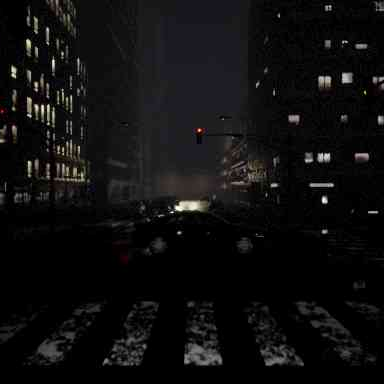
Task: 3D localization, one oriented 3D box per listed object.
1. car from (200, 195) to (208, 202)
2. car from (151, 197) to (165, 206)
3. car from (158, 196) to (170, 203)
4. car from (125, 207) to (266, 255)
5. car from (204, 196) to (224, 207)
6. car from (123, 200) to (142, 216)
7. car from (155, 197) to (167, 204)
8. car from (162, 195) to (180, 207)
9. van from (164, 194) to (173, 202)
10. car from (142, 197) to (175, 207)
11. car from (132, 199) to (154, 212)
[{"bbox_3d":[2.804,1.395,72.584,1.967,1.590,4.097,-1,0,0],"label":"car"},{"bbox_3d":[-5.605,1.510,55.635,1.887,1.381,4.507,-1,0,0],"label":"car"},{"bbox_3d":[-5.585,1.503,66.944,1.887,1.381,4.507,-1,0,0],"label":"car"},{"bbox_3d":[0.260,1.469,12.637,5.008,1.535,1.882,0,0,1],"label":"car"},{"bbox_3d":[2.744,1.525,38.657,2.008,1.369,4.403,-1,0,0],"label":"car"},{"bbox_3d":[-5.646,1.504,32.847,1.752,1.417,4.829,-1,0,0],"label":"car"},{"bbox_3d":[-5.594,1.544,61.289,1.802,1.307,4.206,-1,0,0],"label":"car"},{"bbox_3d":[-3.023,1.465,41.189,2.128,1.511,4.902,0,0,0],"label":"car"},{"bbox_3d":[-5.568,1.293,78.254,1.690,1.788,3.998,-1,0,0],"label":"van"},{"bbox_3d":[-3.046,1.471,30.998,2.128,1.511,4.902,0,0,0],"label":"car"},{"bbox_3d":[-5.635,1.541,38.671,1.947,1.339,4.313,-1,0,0],"label":"car"}]
